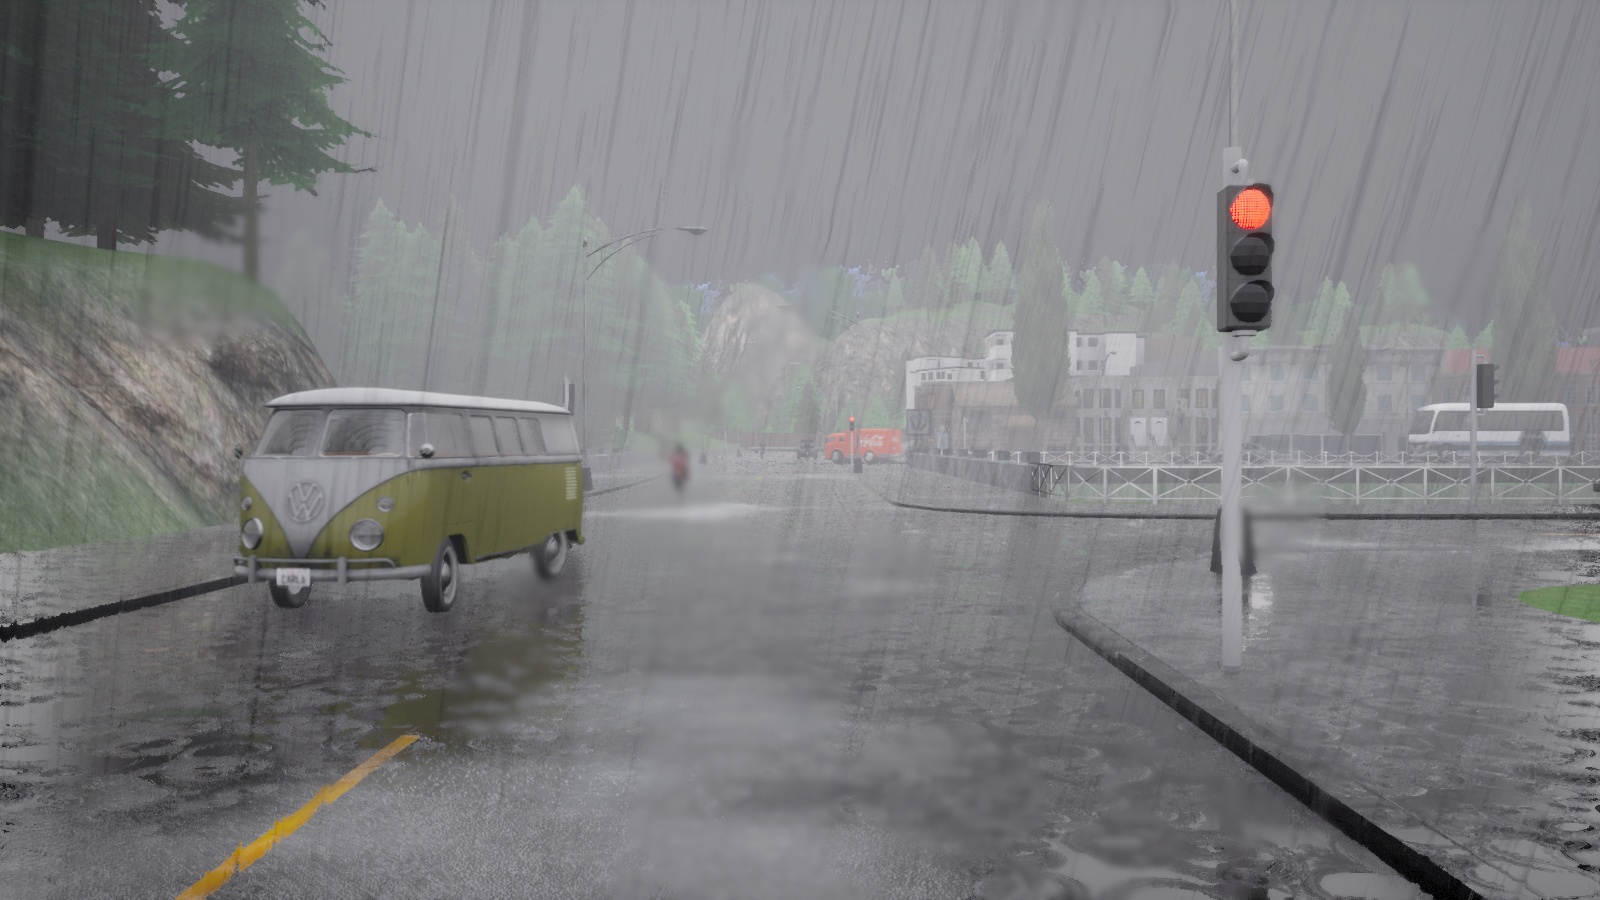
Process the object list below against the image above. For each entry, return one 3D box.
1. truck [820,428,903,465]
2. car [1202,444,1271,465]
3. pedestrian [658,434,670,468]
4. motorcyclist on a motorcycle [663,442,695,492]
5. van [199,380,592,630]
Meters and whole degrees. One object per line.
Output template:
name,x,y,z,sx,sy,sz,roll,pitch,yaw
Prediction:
truck,4.300,-0.239,88.129,5.204,2.467,2.627,0,1,29
car,30.546,0.288,87.931,4.193,1.474,1.816,0,0,0
pedestrian,-7.526,0.058,69.505,0.540,1.848,0.694,0,0,3
motorcyclist on a motorcycle,-3.763,0.503,39.323,0.797,1.523,2.044,0,0,0
van,-3.658,0.426,12.348,1.775,1.987,4.442,0,0,11
